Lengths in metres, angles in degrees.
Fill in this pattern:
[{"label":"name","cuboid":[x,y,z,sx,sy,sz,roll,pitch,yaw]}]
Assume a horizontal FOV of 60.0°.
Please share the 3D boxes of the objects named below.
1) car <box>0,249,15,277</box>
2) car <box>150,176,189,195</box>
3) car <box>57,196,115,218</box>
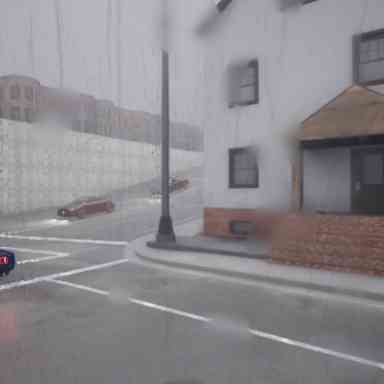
[{"label":"car","cuboid":[-6.733,1.658,8.591,4.718,1.301,1.895,0,0,32]},{"label":"car","cuboid":[-2.153,-0.753,32.467,1.812,1.442,4.674,0,13,36]},{"label":"car","cuboid":[-7.745,1.011,24.505,1.994,1.385,4.181,0,6,35]}]
